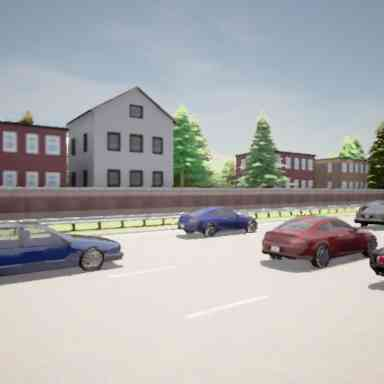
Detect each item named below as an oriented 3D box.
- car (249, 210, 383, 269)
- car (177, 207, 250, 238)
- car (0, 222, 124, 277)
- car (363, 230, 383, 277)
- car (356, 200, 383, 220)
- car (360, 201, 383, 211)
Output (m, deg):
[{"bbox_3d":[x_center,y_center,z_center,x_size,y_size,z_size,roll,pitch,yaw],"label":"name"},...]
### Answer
[{"bbox_3d":[4.322,1.513,11.129,4.674,1.442,1.812,0,0,-36],"label":"car"},{"bbox_3d":[1.406,1.510,17.648,4.674,1.442,1.812,0,0,-36],"label":"car"},{"bbox_3d":[-4.636,1.545,9.040,5.357,1.411,2.033,0,0,-36],"label":"car"},{"bbox_3d":[6.555,1.588,8.424,4.718,1.301,1.895,0,0,-36],"label":"car"},{"bbox_3d":[15.877,1.487,27.974,4.674,1.442,1.812,0,0,-36],"label":"car"},{"bbox_3d":[12.471,1.518,21.244,5.357,1.411,2.033,0,0,-36],"label":"car"}]
